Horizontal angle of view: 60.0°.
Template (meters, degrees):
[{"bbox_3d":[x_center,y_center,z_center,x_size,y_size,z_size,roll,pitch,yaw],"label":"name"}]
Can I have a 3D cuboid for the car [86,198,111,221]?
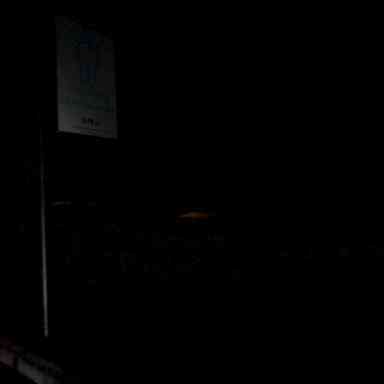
[{"bbox_3d":[-5.577,1.468,26.655,2.097,1.535,5.008,0,0,35],"label":"car"}]

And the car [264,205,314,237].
[{"bbox_3d":[5.714,1.512,18.586,2.163,1.488,4.792,0,0,35],"label":"car"}]

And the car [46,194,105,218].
[{"bbox_3d":[-10.122,1.211,29.844,2.435,2.045,5.566,0,0,35],"label":"car"}]

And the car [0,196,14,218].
[{"bbox_3d":[-16.787,1.443,34.845,1.946,1.575,5.366,0,0,35],"label":"car"}]

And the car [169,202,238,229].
[{"bbox_3d":[1.098,1.474,21.675,1.946,1.575,5.366,0,0,35],"label":"car"}]

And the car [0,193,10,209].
[{"bbox_3d":[-25.928,1.133,41.152,2.435,2.045,5.566,1,0,35],"label":"car"}]

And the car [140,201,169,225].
[{"bbox_3d":[-1.040,1.504,23.458,2.163,1.488,4.792,0,0,35],"label":"car"}]

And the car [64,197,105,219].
[{"bbox_3d":[-7.840,1.465,28.264,2.097,1.535,5.008,0,0,35],"label":"car"}]

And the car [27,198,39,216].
[{"bbox_3d":[-12.370,1.461,31.471,2.231,1.521,4.892,0,0,35],"label":"car"}]

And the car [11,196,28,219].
[{"bbox_3d":[-14.634,1.454,33.081,2.097,1.535,5.008,0,0,35],"label":"car"}]

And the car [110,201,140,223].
[{"bbox_3d":[-3.314,1.472,25.048,2.231,1.521,4.892,0,0,35],"label":"car"}]

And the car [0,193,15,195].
[{"bbox_3d":[-23.698,1.152,39.497,2.435,2.045,5.566,0,0,35],"label":"car"}]
